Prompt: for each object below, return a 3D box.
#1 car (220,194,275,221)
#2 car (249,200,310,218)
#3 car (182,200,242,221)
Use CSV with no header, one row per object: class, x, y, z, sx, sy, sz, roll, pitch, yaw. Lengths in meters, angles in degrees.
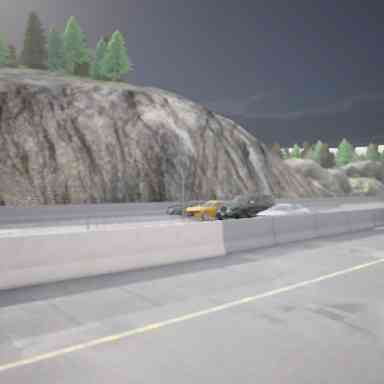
car,4.280,1.202,25.357,5.566,2.045,2.150,0,0,-40
car,6.254,1.499,22.445,4.674,1.442,1.812,0,0,-40
car,1.751,1.468,27.804,5.008,1.535,1.882,0,0,-40
